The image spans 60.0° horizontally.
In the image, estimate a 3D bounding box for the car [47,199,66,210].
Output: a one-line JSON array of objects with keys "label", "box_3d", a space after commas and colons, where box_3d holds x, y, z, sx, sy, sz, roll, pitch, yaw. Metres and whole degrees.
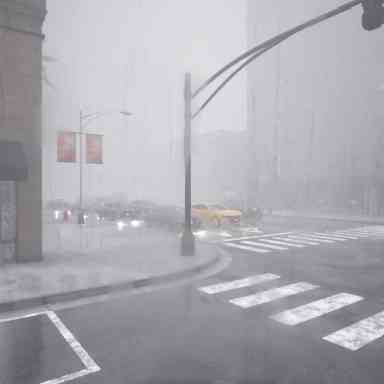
[{"label": "car", "box_3d": [-17.064, 1.538, 42.452, 1.895, 1.301, 4.718, 0, 0, -35]}]

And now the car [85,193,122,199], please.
[{"label": "car", "box_3d": [-10.260, 1.295, 38.523, 2.097, 1.767, 4.553, 0, 0, -36]}]

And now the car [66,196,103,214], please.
[{"label": "car", "box_3d": [-11.079, 1.478, 34.102, 1.812, 1.442, 4.674, 0, 0, -36]}]

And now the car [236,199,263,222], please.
[{"label": "car", "box_3d": [3.240, 1.319, 25.675, 2.097, 1.767, 4.553, 0, 0, -36]}]

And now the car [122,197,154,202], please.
[{"label": "car", "box_3d": [-4.273, 1.464, 30.198, 1.837, 1.490, 4.892, 0, 0, -36]}]

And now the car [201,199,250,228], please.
[{"label": "car", "box_3d": [1.277, 1.451, 22.498, 1.882, 1.535, 5.008, 0, 0, -35]}]

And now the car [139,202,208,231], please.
[{"label": "car", "box_3d": [-1.230, 1.542, 20.416, 1.994, 1.385, 4.181, 0, 0, -36]}]

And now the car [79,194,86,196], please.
[{"label": "car", "box_3d": [-21.521, 1.243, 65.484, 2.097, 1.767, 4.553, 0, 0, -32]}]

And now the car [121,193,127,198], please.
[{"label": "car", "box_3d": [-11.985, 1.129, 52.355, 2.150, 2.045, 5.566, 0, -1, -36]}]

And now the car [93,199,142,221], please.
[{"label": "car", "box_3d": [-6.153, 1.529, 27.236, 1.994, 1.385, 4.181, 0, 0, -37]}]
